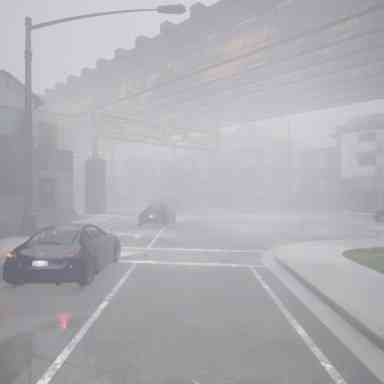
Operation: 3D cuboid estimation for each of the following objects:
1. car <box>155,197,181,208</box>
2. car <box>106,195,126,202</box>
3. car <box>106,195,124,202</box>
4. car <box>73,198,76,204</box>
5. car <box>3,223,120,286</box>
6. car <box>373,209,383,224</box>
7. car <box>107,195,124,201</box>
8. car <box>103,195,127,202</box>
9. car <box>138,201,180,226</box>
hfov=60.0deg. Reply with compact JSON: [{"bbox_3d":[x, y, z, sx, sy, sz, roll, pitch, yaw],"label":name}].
[{"bbox_3d":[-3.541,1.352,41.719,2.097,1.767,4.553,0,0,-45],"label":"car"},{"bbox_3d":[-16.798,1.295,72.447,4.536,1.218,1.853,0,0,-15],"label":"car"},{"bbox_3d":[-17.526,1.453,76.103,2.038,1.542,4.974,0,0,15],"label":"car"},{"bbox_3d":[-23.372,1.477,61.781,1.882,1.535,5.008,0,0,-45],"label":"car"},{"bbox_3d":[-3.369,1.564,9.415,1.994,1.385,4.181,0,0,0],"label":"car"},{"bbox_3d":[15.211,1.478,22.750,1.882,1.535,5.008,0,0,-45],"label":"car"},{"bbox_3d":[-17.513,1.295,76.153,1.853,1.218,4.536,0,0,15],"label":"car"},{"bbox_3d":[-16.848,1.453,72.434,4.974,1.542,2.038,0,0,-15],"label":"car"},{"bbox_3d":[-2.396,1.564,23.657,1.994,1.385,4.181,0,0,7],"label":"car"}]
